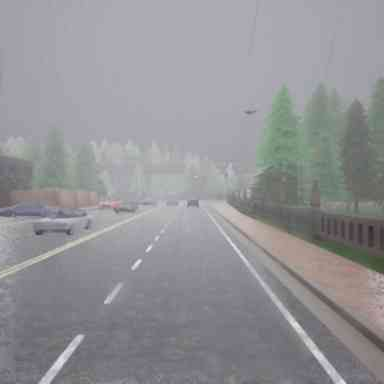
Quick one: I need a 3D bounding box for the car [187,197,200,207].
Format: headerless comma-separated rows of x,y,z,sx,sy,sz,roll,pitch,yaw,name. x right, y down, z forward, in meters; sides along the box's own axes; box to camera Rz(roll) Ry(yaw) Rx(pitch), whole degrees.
0.180,1.638,54.063,1.837,1.490,4.892,0,0,0,car

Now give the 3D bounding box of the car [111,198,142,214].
-7.045,1.652,36.169,1.994,1.385,4.181,0,0,0,car

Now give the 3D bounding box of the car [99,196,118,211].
-10.575,1.456,43.281,2.097,1.767,4.553,0,0,1,car

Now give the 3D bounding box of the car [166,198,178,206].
-3.316,1.740,56.542,1.895,1.301,4.718,0,0,0,car

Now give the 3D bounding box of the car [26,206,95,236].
-7.073,1.645,18.722,1.895,1.301,4.718,0,0,0,car

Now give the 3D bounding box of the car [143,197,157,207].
-6.962,1.612,55.169,1.882,1.535,5.008,0,0,1,car

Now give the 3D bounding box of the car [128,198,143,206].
-10.409,1.742,61.533,1.994,1.385,4.181,0,0,0,car

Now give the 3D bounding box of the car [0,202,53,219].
-14.819,1.606,30.184,5.357,1.411,2.033,1,0,-25,car
